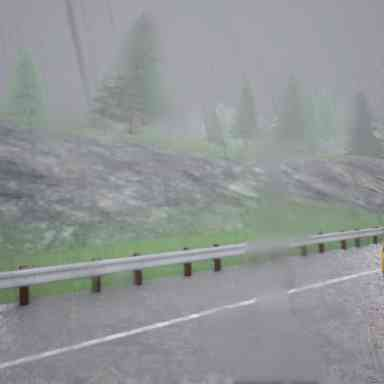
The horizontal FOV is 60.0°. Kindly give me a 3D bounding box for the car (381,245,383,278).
[{"bbox_3d":[6.699,1.497,8.229,5.008,1.535,1.882,0,0,-34],"label":"car"}]
